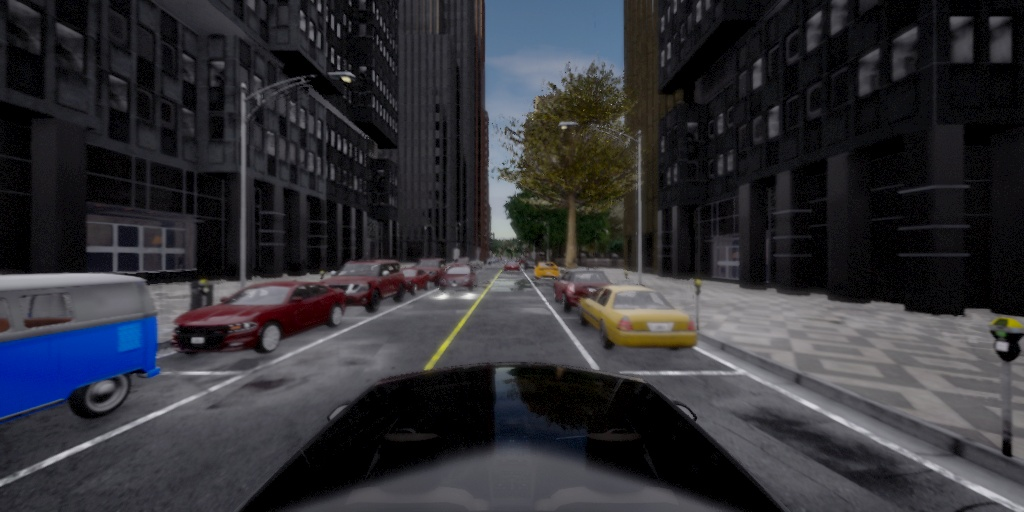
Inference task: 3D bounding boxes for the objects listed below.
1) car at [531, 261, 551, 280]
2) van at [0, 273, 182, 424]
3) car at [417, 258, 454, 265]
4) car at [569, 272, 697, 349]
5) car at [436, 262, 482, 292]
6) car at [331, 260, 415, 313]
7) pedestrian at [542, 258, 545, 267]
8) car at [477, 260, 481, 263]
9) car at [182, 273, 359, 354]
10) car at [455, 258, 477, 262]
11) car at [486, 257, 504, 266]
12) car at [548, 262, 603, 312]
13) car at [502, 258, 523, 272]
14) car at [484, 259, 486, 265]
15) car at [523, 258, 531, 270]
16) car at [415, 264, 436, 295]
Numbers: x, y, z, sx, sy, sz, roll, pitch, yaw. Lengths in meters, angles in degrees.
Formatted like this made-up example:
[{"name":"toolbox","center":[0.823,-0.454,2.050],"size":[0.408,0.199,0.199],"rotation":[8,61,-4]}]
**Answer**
[{"name":"car","center":[3.006,1.267,31.658],"size":[1.882,1.535,5.008],"rotation":[0,0,0]},{"name":"van","center":[-5.762,1.093,3.306],"size":[1.690,1.789,3.998],"rotation":[0,0,0]},{"name":"car","center":[-5.758,1.095,25.357],"size":[2.192,1.841,5.009],"rotation":[0,0,0]},{"name":"car","center":[2.764,1.284,8.992],"size":[1.751,1.417,4.829],"rotation":[0,0,0]},{"name":"car","center":[-3.096,1.301,21.631],"size":[1.812,1.442,4.674],"rotation":[0,0,0]},{"name":"car","center":[-5.760,1.081,14.331],"size":[2.192,1.841,5.009],"rotation":[0,0,0]},{"name":"pedestrian","center":[3.006,1.087,34.663],"size":[0.375,1.860,0.375],"rotation":[0,0,0]},{"name":"car","center":[-5.753,1.371,52.919],"size":[2.007,1.370,4.403],"rotation":[0,0,0]},{"name":"car","center":[-5.761,1.304,8.819],"size":[1.888,1.381,4.507],"rotation":[0,0,0]},{"name":"car","center":[-5.755,1.118,41.894],"size":[2.192,1.841,5.009],"rotation":[0,0,0]},{"name":"car","center":[-2.989,0.990,62.285],"size":[2.033,1.411,5.357],"rotation":[0,0,0]},{"name":"car","center":[2.765,1.206,14.335],"size":[1.967,1.591,4.097],"rotation":[0,0,0]},{"name":"car","center":[0.010,1.280,46.475],"size":[1.994,1.385,4.181],"rotation":[0,0,0]},{"name":"car","center":[-5.752,1.354,58.262],"size":[1.751,1.417,4.829],"rotation":[0,0,0]},{"name":"car","center":[2.772,1.386,52.926],"size":[1.948,1.339,4.313],"rotation":[0,0,0]},{"name":"car","center":[-5.759,1.318,19.844],"size":[1.888,1.381,4.507],"rotation":[0,0,0]}]
